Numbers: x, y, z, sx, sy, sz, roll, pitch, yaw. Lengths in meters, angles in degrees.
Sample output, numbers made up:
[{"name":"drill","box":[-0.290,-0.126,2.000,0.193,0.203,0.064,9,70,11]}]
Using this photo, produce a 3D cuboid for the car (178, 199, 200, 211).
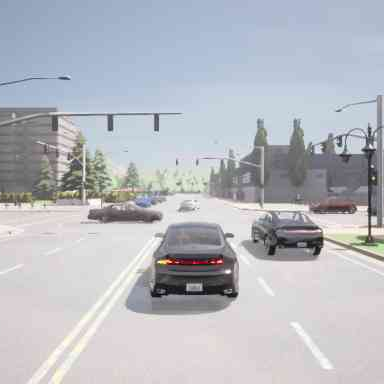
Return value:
[{"name":"car","box":[-0.297,1.525,40.410,1.812,1.442,4.674,0,0,12]}]

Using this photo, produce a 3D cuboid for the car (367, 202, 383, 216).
[{"name":"car","box":[19.083,1.505,31.293,4.892,1.490,1.837,0,0,-1]}]

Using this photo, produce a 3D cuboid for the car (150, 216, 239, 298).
[{"name":"car","box":[0.061,1.505,8.530,1.837,1.490,4.892,0,0,0]}]

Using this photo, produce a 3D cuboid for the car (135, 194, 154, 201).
[{"name":"car","box":[-7.137,1.477,47.898,1.882,1.535,5.008,0,0,1]}]

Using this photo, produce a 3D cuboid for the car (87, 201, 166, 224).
[{"name":"car","box":[-4.804,1.548,24.207,5.357,1.411,2.033,0,0,2]}]

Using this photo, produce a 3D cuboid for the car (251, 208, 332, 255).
[{"name":"car","box":[3.582,1.491,13.210,2.128,1.511,4.902,0,0,0]}]

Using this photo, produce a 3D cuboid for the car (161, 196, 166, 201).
[{"name":"car","box":[-7.024,1.491,67.195,2.128,1.511,4.902,0,0,0]}]

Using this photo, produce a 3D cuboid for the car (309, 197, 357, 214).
[{"name":"car","box":[14.643,1.352,34.743,4.553,1.767,2.097,0,0,-1]}]

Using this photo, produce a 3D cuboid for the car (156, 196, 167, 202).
[{"name":"car","box":[-7.010,1.552,76.924,1.994,1.385,4.181,0,0,0]}]

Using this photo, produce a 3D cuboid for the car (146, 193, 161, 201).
[{"name":"car","box":[-7.090,1.477,57.625,1.882,1.535,5.008,0,0,0]}]
